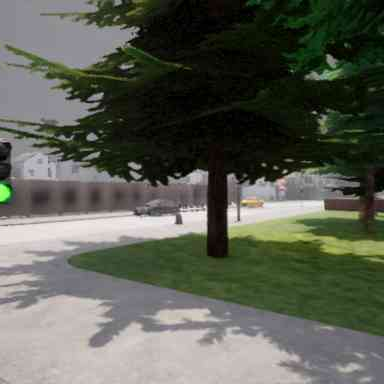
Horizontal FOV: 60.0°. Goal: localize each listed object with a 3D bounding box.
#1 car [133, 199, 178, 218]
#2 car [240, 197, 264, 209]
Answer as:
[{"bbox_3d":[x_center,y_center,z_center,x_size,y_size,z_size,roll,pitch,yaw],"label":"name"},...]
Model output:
[{"bbox_3d":[-3.176,1.451,30.070,1.837,1.490,4.892,0,0,36],"label":"car"},{"bbox_3d":[8.159,1.428,45.770,1.882,1.535,5.008,0,0,36],"label":"car"}]
